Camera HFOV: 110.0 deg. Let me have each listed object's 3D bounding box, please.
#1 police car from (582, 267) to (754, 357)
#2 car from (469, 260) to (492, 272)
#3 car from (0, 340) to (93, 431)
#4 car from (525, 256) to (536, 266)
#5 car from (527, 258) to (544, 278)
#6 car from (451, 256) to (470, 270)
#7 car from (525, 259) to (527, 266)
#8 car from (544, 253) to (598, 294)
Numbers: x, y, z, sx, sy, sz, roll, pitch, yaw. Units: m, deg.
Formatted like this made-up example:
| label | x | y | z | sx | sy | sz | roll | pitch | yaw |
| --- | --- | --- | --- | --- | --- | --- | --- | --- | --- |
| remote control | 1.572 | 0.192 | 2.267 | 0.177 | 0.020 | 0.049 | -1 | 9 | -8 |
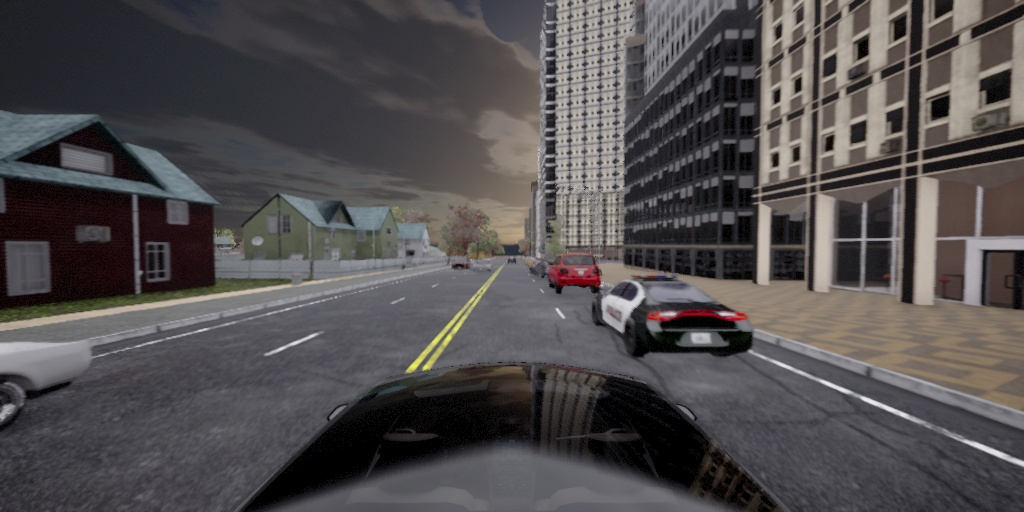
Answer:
| label | x | y | z | sx | sy | sz | roll | pitch | yaw |
| --- | --- | --- | --- | --- | --- | --- | --- | --- | --- |
| police car | 3.250 | 1.213 | 8.571 | 2.038 | 1.542 | 4.974 | 0 | 0 | 0 |
| car | -3.324 | 1.133 | 40.468 | 1.895 | 1.301 | 4.718 | 0 | 0 | 0 |
| car | -6.598 | 1.345 | 2.554 | 1.895 | 1.301 | 4.718 | 0 | 0 | 0 |
| car | 3.243 | 0.880 | 63.780 | 1.801 | 1.575 | 5.366 | 0 | 0 | 0 |
| car | 3.012 | 1.127 | 31.096 | 2.033 | 1.411 | 5.357 | 0 | 0 | -9 |
| car | -6.557 | 0.853 | 46.906 | 2.097 | 1.767 | 4.553 | 0 | 0 | 0 |
| car | 3.244 | 0.930 | 52.776 | 1.801 | 1.575 | 5.366 | 0 | 0 | 0 |
| car | 3.248 | 0.863 | 19.603 | 2.150 | 2.045 | 5.566 | 0 | 0 | 0 |
